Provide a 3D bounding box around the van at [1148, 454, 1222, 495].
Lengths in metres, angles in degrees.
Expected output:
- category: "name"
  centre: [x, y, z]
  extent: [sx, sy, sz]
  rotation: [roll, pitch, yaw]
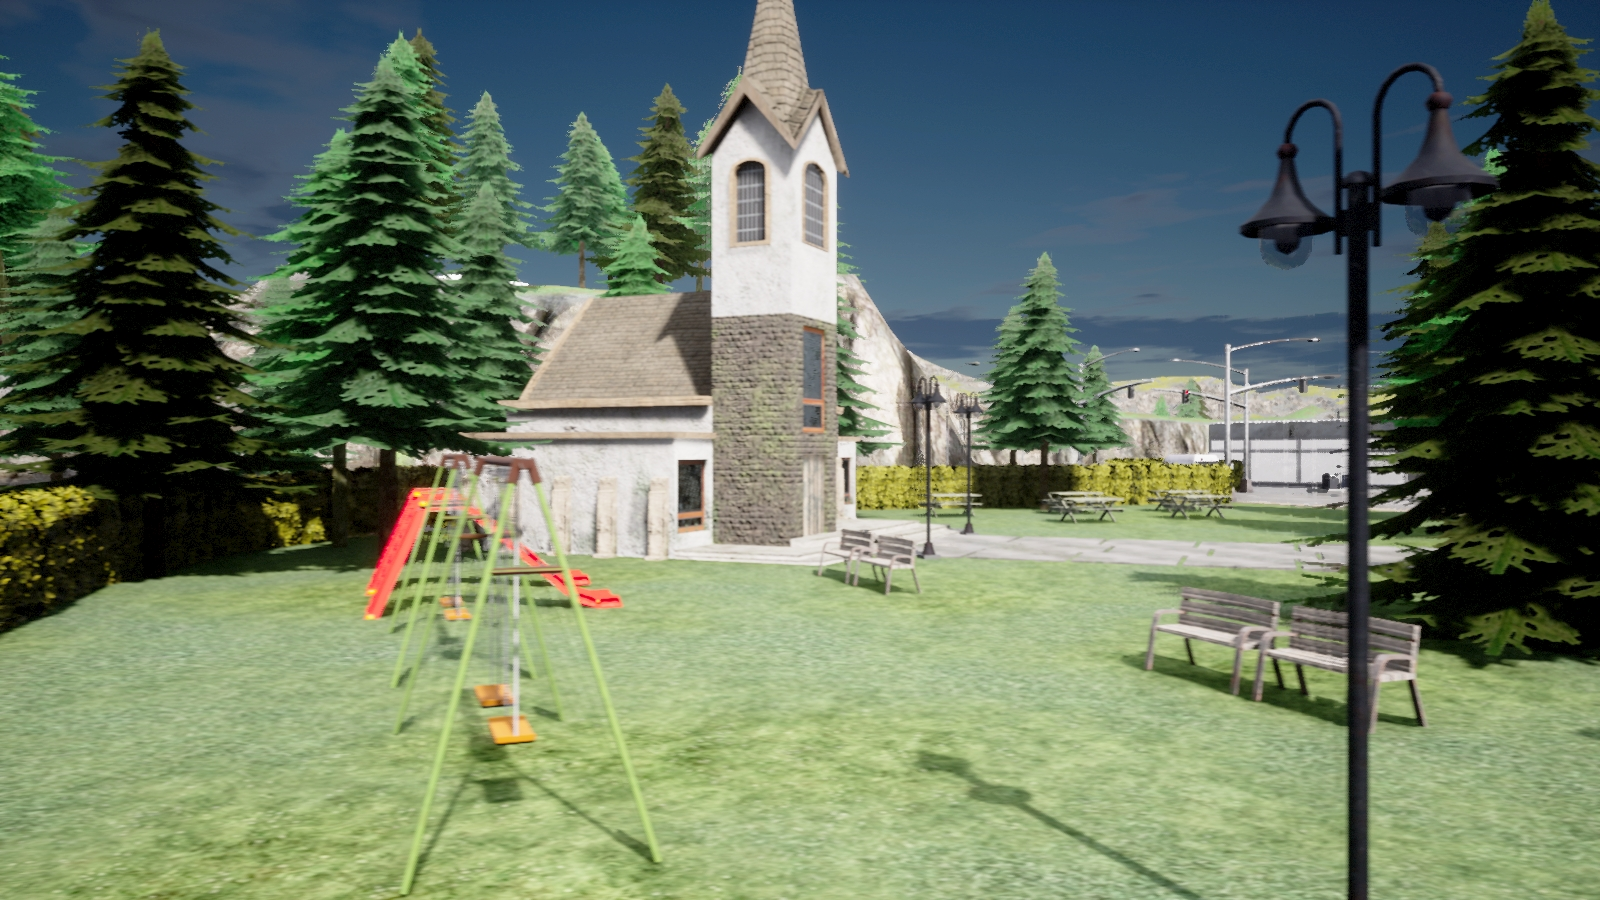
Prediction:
- category: "van"
  centre: [25.011, 1.529, 74.429]
  extent: [1.988, 2.561, 5.915]
  rotation: [1, 0, -10]
